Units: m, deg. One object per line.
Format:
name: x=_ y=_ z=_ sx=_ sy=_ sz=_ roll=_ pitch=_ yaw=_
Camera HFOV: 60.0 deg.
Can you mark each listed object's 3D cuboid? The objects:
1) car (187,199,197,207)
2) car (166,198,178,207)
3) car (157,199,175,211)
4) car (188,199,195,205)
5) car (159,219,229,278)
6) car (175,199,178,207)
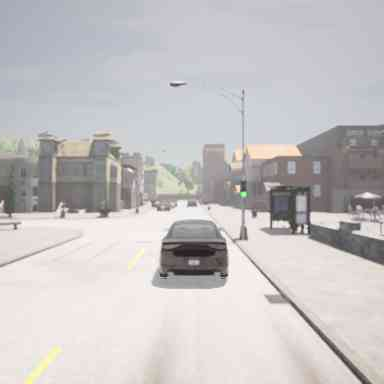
car: x=-0.001 y=2.316 z=68.642 sx=1.882 sy=1.535 sz=5.008 roll=0 pitch=-1 yaw=0
car: x=-4.102 y=2.201 z=69.195 sx=2.097 sy=1.767 sz=4.553 roll=0 pitch=-1 yaw=0
car: x=-4.168 y=2.104 z=50.032 sx=2.128 sy=1.511 sz=4.902 roll=0 pitch=-1 yaw=0
car: x=-0.126 y=2.543 z=85.326 sx=1.837 sy=1.490 sz=4.892 roll=0 pitch=-1 yaw=0
car: x=0.059 y=1.609 z=10.652 sx=1.882 sy=1.535 sz=5.008 roll=0 pitch=-1 yaw=0
car: x=-4.153 y=2.075 z=59.133 sx=2.097 sy=1.767 sz=4.553 roll=0 pitch=-1 yaw=0
